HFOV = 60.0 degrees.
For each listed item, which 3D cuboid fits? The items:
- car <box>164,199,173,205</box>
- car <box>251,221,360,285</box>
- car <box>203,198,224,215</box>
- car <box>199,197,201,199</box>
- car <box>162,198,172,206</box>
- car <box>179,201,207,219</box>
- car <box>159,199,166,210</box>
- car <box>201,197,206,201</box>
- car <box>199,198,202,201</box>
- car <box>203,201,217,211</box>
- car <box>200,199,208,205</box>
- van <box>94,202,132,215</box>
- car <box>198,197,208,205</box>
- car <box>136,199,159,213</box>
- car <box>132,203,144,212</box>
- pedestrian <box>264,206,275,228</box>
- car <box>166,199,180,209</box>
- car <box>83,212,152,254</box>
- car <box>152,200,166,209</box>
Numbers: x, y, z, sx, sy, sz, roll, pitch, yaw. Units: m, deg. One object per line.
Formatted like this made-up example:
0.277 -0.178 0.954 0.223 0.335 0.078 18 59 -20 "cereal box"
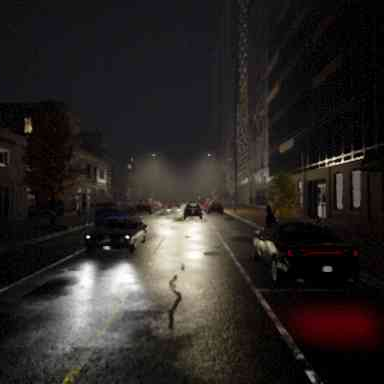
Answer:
-5.601 2.409 79.918 1.947 1.339 4.313 1 -1 0 "car"
3.011 1.582 9.862 1.882 1.535 5.008 0 -1 0 "car"
2.742 1.864 40.350 1.967 1.590 4.097 1 -1 0 "car"
2.773 2.348 74.210 1.947 1.339 4.313 1 -1 0 "car"
-5.605 2.223 74.275 1.967 1.590 4.097 1 -1 0 "car"
0.105 1.891 32.704 2.033 1.411 5.357 0 -1 1 "car"
-5.628 2.093 51.699 2.008 1.369 4.403 1 -1 0 "car"
2.750 1.798 45.995 2.192 1.841 5.009 1 -1 0 "car"
0.080 1.985 45.703 1.837 1.490 4.892 0 -1 1 "car"
2.752 2.108 51.635 1.947 1.339 4.313 1 -1 0 "car"
2.782 2.424 79.854 1.802 1.307 4.206 1 -1 0 "car"
-5.652 1.588 23.483 1.690 1.788 3.998 1 -1 0 "van"
2.796 2.218 85.500 2.192 1.841 5.009 1 -1 0 "car"
-5.635 1.739 40.415 2.192 1.841 5.009 1 -1 0 "car"
-5.651 1.888 29.125 1.802 1.307 4.206 1 -1 0 "car"
2.990 1.430 12.884 0.375 1.860 0.375 1 -2 0 "pedestrian"
-3.010 2.067 56.164 1.882 1.535 5.008 0 -1 0 "car"
-3.088 1.751 14.337 1.895 1.301 4.718 0 -1 0 "car"
-5.623 2.147 57.343 1.887 1.381 4.507 1 -1 0 "car"
